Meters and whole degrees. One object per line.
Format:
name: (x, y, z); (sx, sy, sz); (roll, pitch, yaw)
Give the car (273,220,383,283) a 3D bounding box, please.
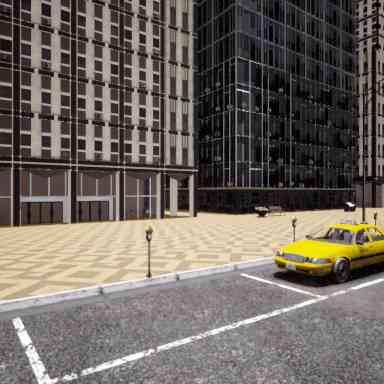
car: (4.421, 1.526, 9.667); (4.829, 1.417, 1.752); (0, 0, -35)
